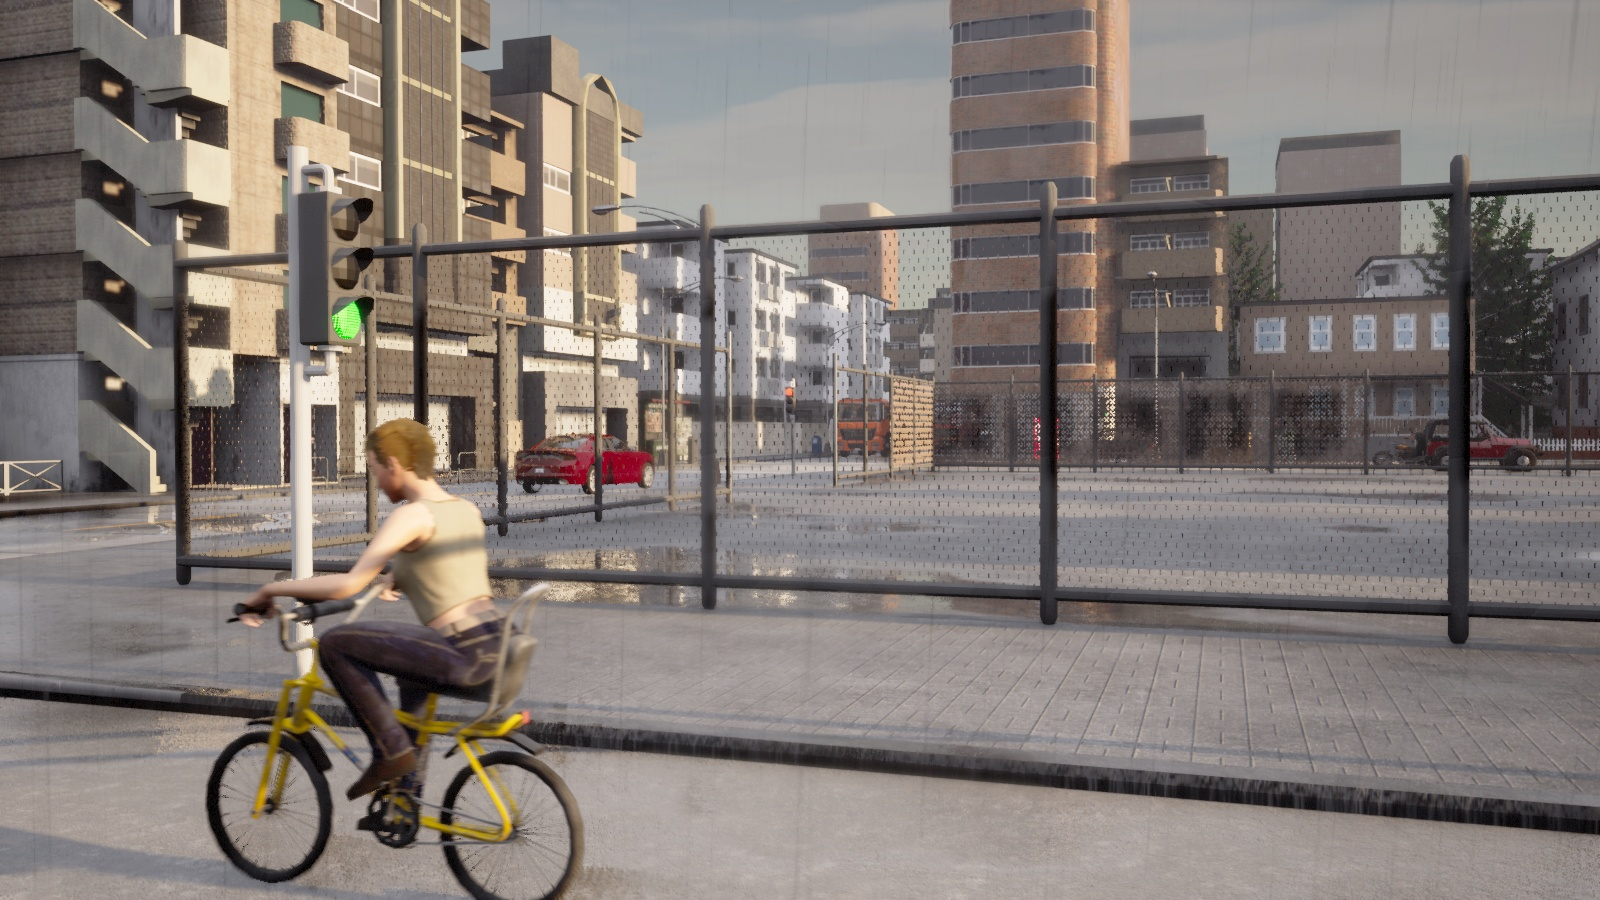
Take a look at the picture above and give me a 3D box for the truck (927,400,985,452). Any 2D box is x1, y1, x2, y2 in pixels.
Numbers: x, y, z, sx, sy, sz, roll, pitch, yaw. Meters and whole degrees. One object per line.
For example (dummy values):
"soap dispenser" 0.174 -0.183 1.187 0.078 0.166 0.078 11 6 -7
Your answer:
"truck" 12.226 -1.858 97.791 2.891 3.827 8.468 1 1 18

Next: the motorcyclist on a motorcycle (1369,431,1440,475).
"motorcyclist on a motorcycle" 23.089 0.095 47.980 2.350 1.649 0.766 0 1 19

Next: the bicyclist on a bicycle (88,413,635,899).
"bicyclist on a bicycle" -1.429 0.690 4.213 1.509 1.612 0.866 0 1 18

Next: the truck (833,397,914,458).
"truck" 4.478 -1.335 74.755 2.891 3.462 7.936 1 1 18

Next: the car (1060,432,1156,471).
"car" 12.644 0.028 51.498 3.705 1.549 1.789 1 1 19

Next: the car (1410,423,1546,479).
"car" 23.479 0.012 43.646 3.866 1.878 1.905 1 1 19

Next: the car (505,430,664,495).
"car" -5.473 0.262 32.603 1.882 1.535 5.008 1 1 19
